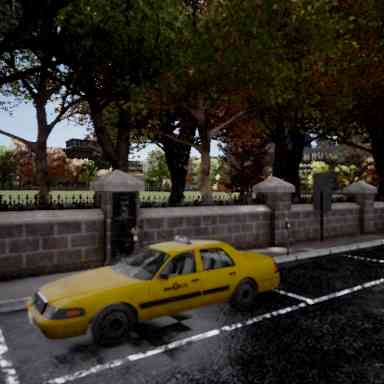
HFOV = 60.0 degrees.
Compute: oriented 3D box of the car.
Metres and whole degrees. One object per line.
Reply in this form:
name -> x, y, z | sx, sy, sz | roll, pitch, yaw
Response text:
car -> -0.405, 1.543, 6.279 | 4.829, 1.417, 1.752 | 0, 0, -36
